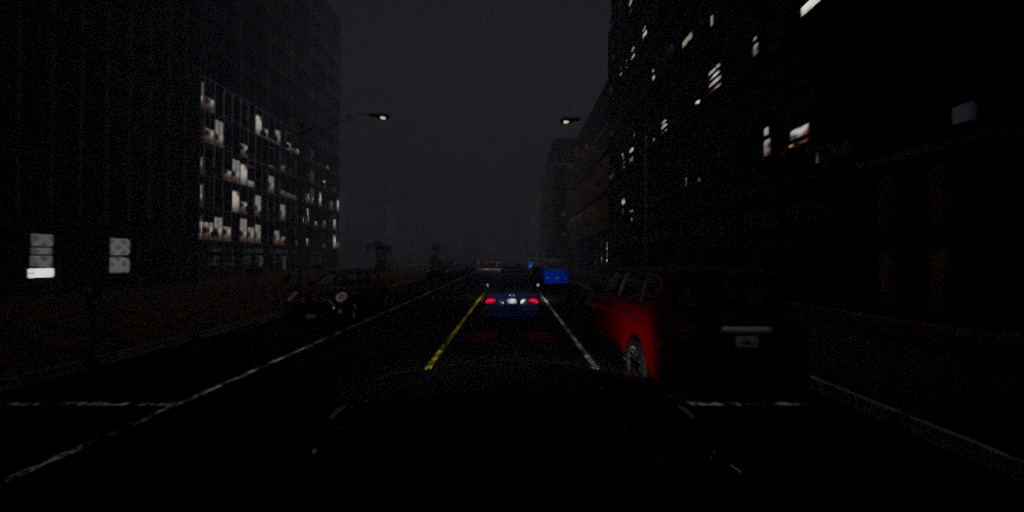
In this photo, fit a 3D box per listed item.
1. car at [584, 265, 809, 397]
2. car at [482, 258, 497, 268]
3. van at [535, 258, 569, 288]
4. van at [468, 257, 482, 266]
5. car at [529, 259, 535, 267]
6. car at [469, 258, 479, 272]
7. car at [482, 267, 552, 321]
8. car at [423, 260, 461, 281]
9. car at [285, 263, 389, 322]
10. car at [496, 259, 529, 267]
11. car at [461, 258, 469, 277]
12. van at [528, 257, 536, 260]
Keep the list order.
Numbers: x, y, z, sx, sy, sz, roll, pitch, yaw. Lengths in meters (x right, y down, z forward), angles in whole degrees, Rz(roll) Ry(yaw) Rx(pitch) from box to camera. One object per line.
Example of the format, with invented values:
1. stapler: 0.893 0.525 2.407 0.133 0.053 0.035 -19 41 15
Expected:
1. car: 2.691 1.063 6.506 2.192 1.841 5.009 0 0 0
2. car: -3.080 1.047 56.191 2.097 1.767 4.553 0 0 0
3. van: 2.689 1.079 23.445 1.690 1.789 3.998 0 0 0
4. van: -5.664 1.043 51.643 1.690 1.789 3.998 0 0 0
5. car: 2.687 1.272 34.739 1.888 1.381 4.507 0 0 0
6. car: -5.663 1.256 45.997 1.888 1.381 4.507 0 0 0
7. car: 0.025 1.293 12.442 2.033 1.411 5.357 0 0 1
8. car: -5.666 1.172 29.059 1.967 1.591 4.097 0 0 0
9. car: -5.694 1.185 12.121 1.967 1.591 4.097 0 0 0
10. car: 0.042 1.224 29.617 2.128 1.511 4.902 0 0 0
11. car: -5.661 1.166 34.705 1.967 1.591 4.097 0 0 0
12. van: 2.686 1.052 46.031 1.690 1.789 3.998 0 0 0
